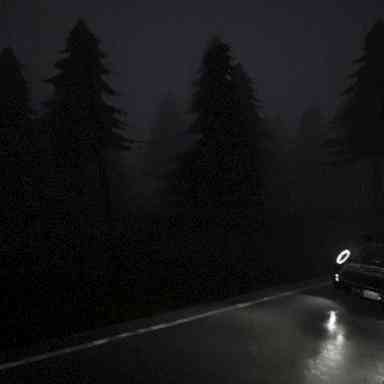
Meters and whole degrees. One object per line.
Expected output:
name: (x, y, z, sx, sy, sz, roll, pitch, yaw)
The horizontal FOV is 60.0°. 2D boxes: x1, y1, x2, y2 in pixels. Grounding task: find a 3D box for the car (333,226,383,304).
car: (5.338, 1.453, 7.825, 4.553, 1.767, 2.097, 1, 0, -36)
